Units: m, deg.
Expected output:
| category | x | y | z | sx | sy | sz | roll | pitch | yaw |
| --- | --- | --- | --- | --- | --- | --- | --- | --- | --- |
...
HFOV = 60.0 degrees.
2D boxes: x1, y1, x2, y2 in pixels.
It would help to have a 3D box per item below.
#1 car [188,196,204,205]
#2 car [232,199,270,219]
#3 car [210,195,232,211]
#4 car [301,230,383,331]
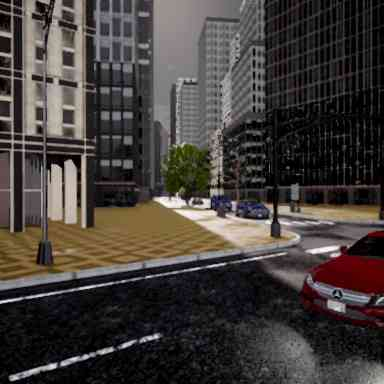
| category | x | y | z | sx | sy | sz | roll | pitch | yaw |
| --- | --- | --- | --- | --- | --- | --- | --- | --- | --- |
| car | 1.120 | 1.908 | 65.963 | 2.033 | 1.411 | 5.357 | 0 | 0 | -7 |
| car | 5.511 | 1.472 | 30.627 | 2.097 | 1.767 | 4.553 | 0 | -1 | -8 |
| car | 3.790 | 1.419 | 44.180 | 2.150 | 2.045 | 5.566 | 0 | 1 | -7 |
| car | 4.138 | 1.516 | 6.560 | 4.674 | 1.442 | 1.812 | 0 | 0 | -36 |
